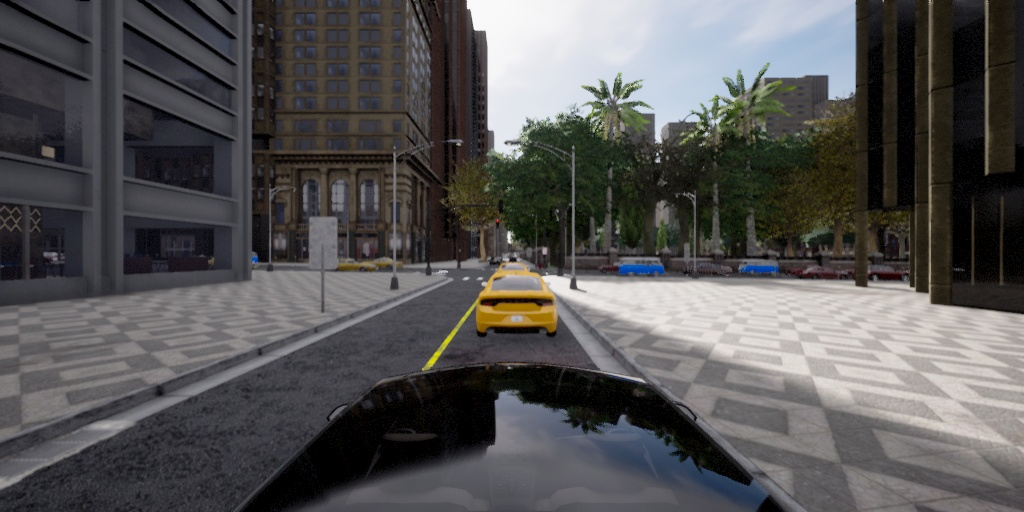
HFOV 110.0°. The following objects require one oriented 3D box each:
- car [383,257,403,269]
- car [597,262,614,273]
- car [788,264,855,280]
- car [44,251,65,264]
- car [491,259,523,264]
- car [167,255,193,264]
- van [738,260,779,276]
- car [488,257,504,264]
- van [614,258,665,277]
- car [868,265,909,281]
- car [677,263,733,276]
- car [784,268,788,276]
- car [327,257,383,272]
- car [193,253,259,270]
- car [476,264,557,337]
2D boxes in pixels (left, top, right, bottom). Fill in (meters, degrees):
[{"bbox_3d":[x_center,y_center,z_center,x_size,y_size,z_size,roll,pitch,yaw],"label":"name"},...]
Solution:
[{"bbox_3d":[-15.257,0.814,41.886,4.829,1.417,1.751,0,0,0],"label":"car"},{"bbox_3d":[11.998,1.319,41.710,4.207,1.307,1.802,0,0,0],"label":"car"},{"bbox_3d":[28.524,1.606,33.078,4.207,1.307,1.802,0,0,0],"label":"car"},{"bbox_3d":[-43.486,0.280,33.543,4.097,1.591,1.967,0,0,0],"label":"car"},{"bbox_3d":[0.049,1.102,20.194,1.882,1.535,5.008,0,0,0],"label":"car"},{"bbox_3d":[-37.767,0.485,42.031,4.313,1.339,1.948,0,0,0],"label":"car"},{"bbox_3d":[28.568,1.353,41.603,3.998,1.789,1.690,0,0,0],"label":"van"},{"bbox_3d":[-2.898,0.911,61.445,1.837,1.490,4.892,0,0,1],"label":"car"},{"bbox_3d":[11.954,1.090,33.184,3.998,1.789,1.690,0,0,0],"label":"van"},{"bbox_3d":[34.047,1.555,33.042,4.097,1.591,1.967,0,0,0],"label":"car"},{"bbox_3d":[20.931,1.437,38.986,5.357,1.411,2.033,1,0,0],"label":"car"},{"bbox_3d":[34.091,1.648,41.568,4.507,1.381,1.888,0,0,0],"label":"car"},{"bbox_3d":[-14.963,0.826,33.358,4.829,1.417,1.751,0,0,0],"label":"car"},{"bbox_3d":[-26.304,0.640,33.432,4.829,1.417,1.751,0,0,0],"label":"car"},{"bbox_3d":[0.115,1.170,10.134,1.882,1.535,5.008,0,0,0],"label":"car"}]
